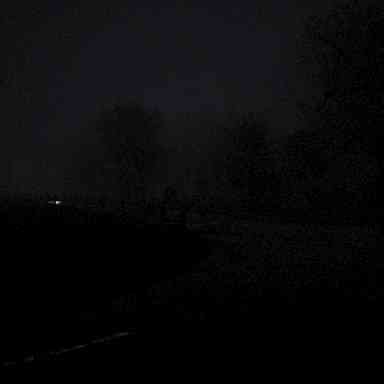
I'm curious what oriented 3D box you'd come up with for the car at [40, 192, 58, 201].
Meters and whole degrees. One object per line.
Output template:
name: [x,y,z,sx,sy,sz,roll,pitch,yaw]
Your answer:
car: [-22.946,0.730,53.194,2.033,1.411,5.357,-1,1,-36]
